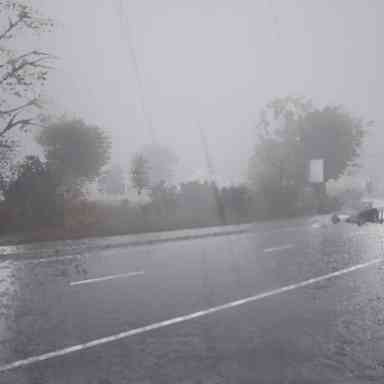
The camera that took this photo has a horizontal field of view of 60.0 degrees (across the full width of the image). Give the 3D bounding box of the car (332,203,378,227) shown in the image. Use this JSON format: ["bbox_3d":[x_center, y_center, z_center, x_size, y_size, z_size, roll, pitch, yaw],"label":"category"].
[{"bbox_3d":[11.538,1.527,23.418,2.128,1.511,4.902,0,0,45],"label":"car"}]
